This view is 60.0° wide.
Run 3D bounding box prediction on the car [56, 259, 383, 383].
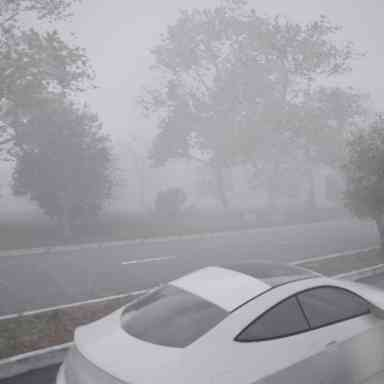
[{"bbox_3d":[0.958,1.547,3.812,4.674,1.442,1.812,1,0,-35],"label":"car"}]
